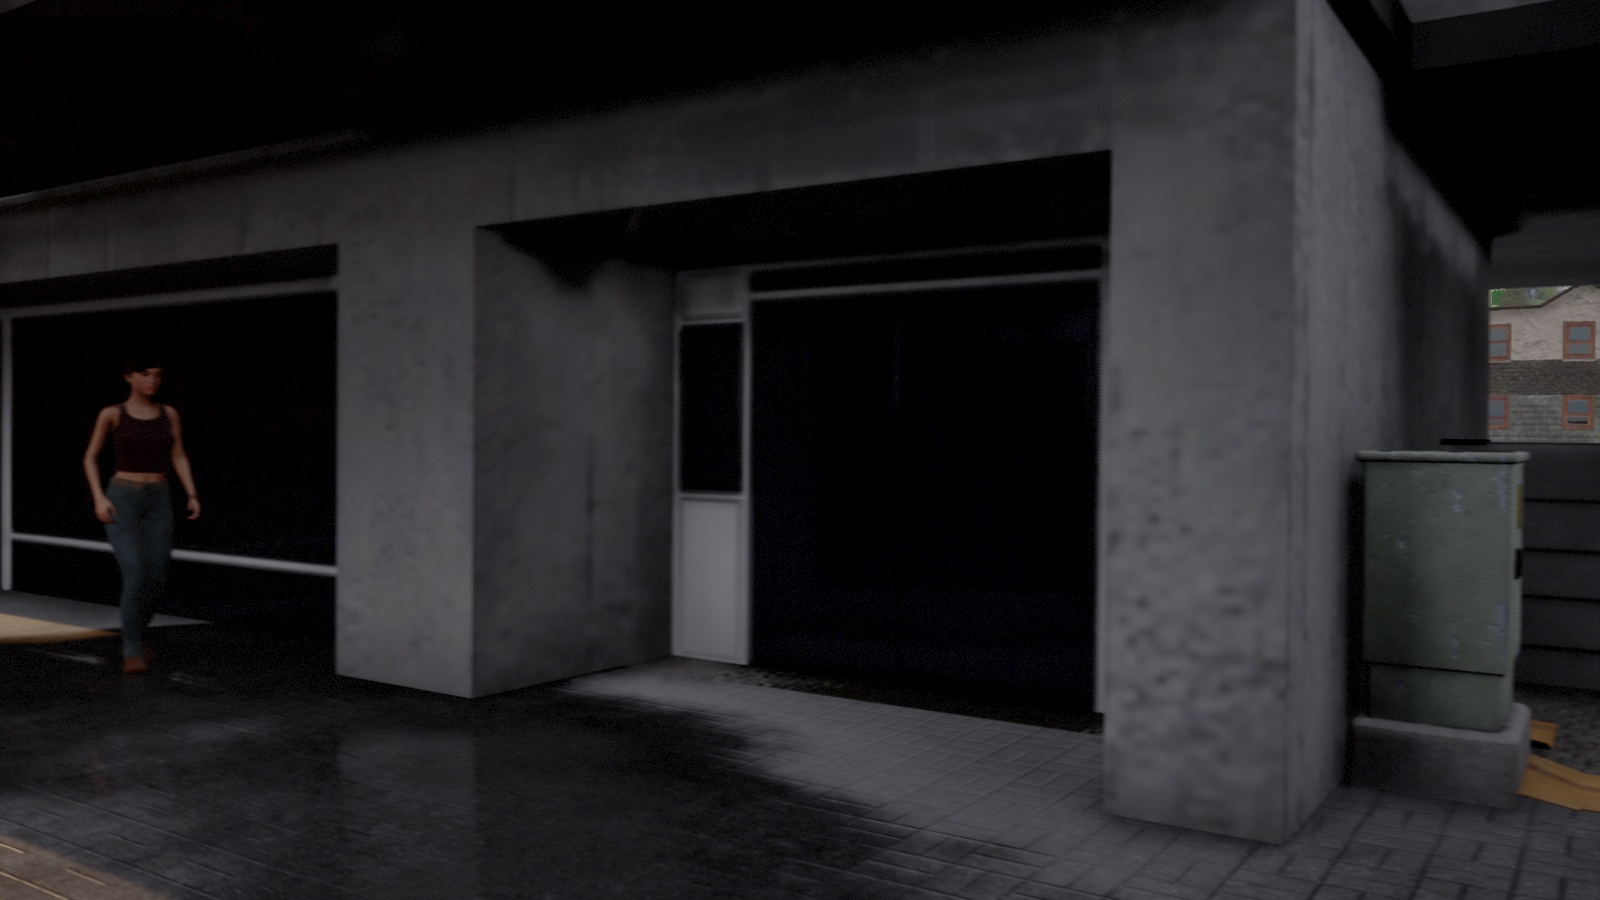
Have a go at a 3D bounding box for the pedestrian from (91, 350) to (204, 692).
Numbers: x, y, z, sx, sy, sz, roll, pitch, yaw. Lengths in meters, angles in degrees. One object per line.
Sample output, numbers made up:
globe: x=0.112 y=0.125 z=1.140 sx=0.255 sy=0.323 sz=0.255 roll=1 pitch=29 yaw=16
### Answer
pedestrian: x=-3.671 y=0.378 z=7.055 sx=0.594 sy=1.836 sz=0.345 roll=0 pitch=1 yaw=41

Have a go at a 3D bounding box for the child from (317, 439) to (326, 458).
child: x=-31.306 y=-0.116 z=82.130 sx=0.270 sy=1.263 sz=0.437 roll=0 pitch=1 yaw=32
